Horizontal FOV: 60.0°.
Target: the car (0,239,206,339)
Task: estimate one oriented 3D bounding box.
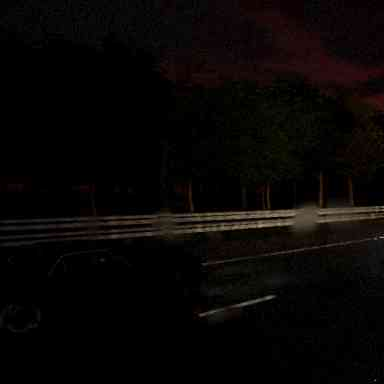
[{"bbox_3d":[-2.035,1.624,6.605,4.718,1.301,1.895,1,0,-36],"label":"car"}]
